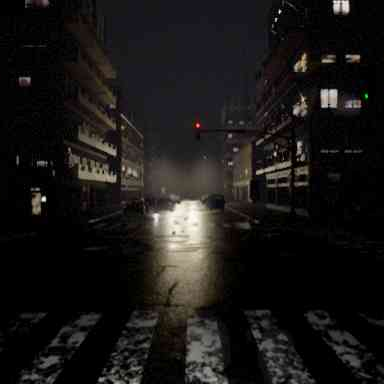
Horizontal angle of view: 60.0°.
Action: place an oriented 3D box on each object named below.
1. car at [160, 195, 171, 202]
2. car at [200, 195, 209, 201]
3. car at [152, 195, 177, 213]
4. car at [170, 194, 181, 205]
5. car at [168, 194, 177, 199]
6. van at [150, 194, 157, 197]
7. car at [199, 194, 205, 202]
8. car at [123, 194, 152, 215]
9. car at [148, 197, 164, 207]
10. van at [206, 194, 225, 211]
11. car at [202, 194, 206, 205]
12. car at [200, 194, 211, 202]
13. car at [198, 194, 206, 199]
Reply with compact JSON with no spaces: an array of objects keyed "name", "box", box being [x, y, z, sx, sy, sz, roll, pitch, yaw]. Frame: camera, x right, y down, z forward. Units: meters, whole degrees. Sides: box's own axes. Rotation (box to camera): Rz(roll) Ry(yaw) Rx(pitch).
[{"name":"car","box":[-5.216,1.280,65.817,1.887,1.381,4.507,0,0,0]},{"name":"car","box":[2.673,1.256,71.386,1.887,1.381,4.507,0,0,0]},{"name":"car","box":[-2.807,1.389,34.439,1.812,1.442,4.674,0,0,1]},{"name":"car","box":[-2.732,1.329,54.682,2.033,1.411,5.357,0,0,1]},{"name":"car","box":[-5.182,1.186,88.143,2.008,1.369,4.403,0,0,0]},{"name":"van","box":[-5.344,1.168,43.492,1.690,1.788,3.998,0,0,0]},{"name":"car","box":[2.650,1.348,54.643,1.947,1.339,4.313,0,0,0]},{"name":"car","box":[-5.396,1.312,32.328,1.967,1.590,4.097,0,0,0]},{"name":"car","box":[-5.290,1.386,49.074,1.802,1.307,4.206,0,0,0]},{"name":"van","box":[2.751,1.193,37.276,1.690,1.788,3.998,0,0,0]},{"name":"car","box":[2.725,1.372,43.481,1.887,1.381,4.507,0,0,0]},{"name":"car","box":[2.664,1.175,65.804,1.967,1.590,4.097,0,0,0]},{"name":"car","box":[2.698,1.201,88.131,1.947,1.339,4.313,0,0,0]}]
